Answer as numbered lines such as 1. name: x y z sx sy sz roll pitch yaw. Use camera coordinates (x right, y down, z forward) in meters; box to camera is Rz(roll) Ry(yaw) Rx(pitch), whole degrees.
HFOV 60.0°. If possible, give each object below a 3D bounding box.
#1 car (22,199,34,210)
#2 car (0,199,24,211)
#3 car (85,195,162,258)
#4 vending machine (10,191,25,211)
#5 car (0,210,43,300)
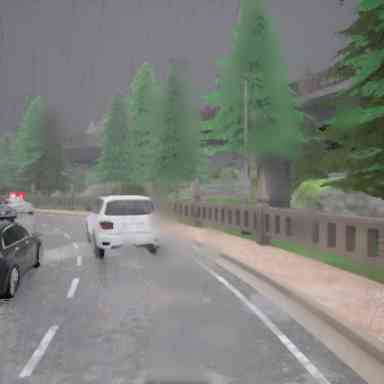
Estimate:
1. car: -15.521 1.337 28.963 4.674 1.442 1.812 0 0 37
2. car: -14.024 1.401 23.342 5.357 1.411 2.033 0 1 44
3. car: -2.764 1.126 12.711 2.150 2.045 5.566 0 1 -21
4. vending machine: -18.709 0.961 35.708 0.880 2.100 1.100 0 1 26
5. car: -4.915 1.456 7.991 1.837 1.490 4.892 0 1 -15
